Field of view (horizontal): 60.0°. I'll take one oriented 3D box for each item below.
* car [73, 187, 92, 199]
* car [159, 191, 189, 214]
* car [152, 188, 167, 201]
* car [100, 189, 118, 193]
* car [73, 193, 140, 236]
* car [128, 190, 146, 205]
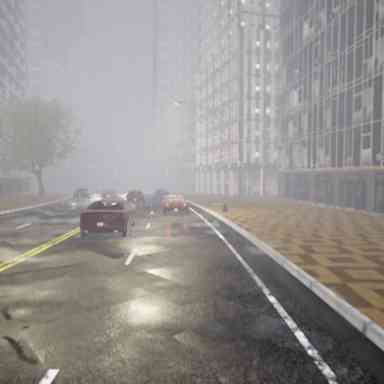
[{"bbox_3d":[-13.791,0.133,42.041,1.882,1.535,5.008,-1,2,-11],"label":"car"},{"bbox_3d":[-1.364,0.880,25.401,1.895,1.301,4.718,0,2,-6],"label":"car"},{"bbox_3d":[-4.055,0.258,43.172,1.882,1.535,5.008,0,1,-10],"label":"car"},{"bbox_3d":[-10.600,0.324,42.665,2.128,1.511,4.902,-1,2,-11],"label":"car"},{"bbox_3d":[-3.744,1.042,15.438,1.882,1.535,5.008,0,2,-4],"label":"car"},{"bbox_3d":[-5.911,0.501,34.860,1.882,1.535,5.008,0,2,-9],"label":"car"}]
